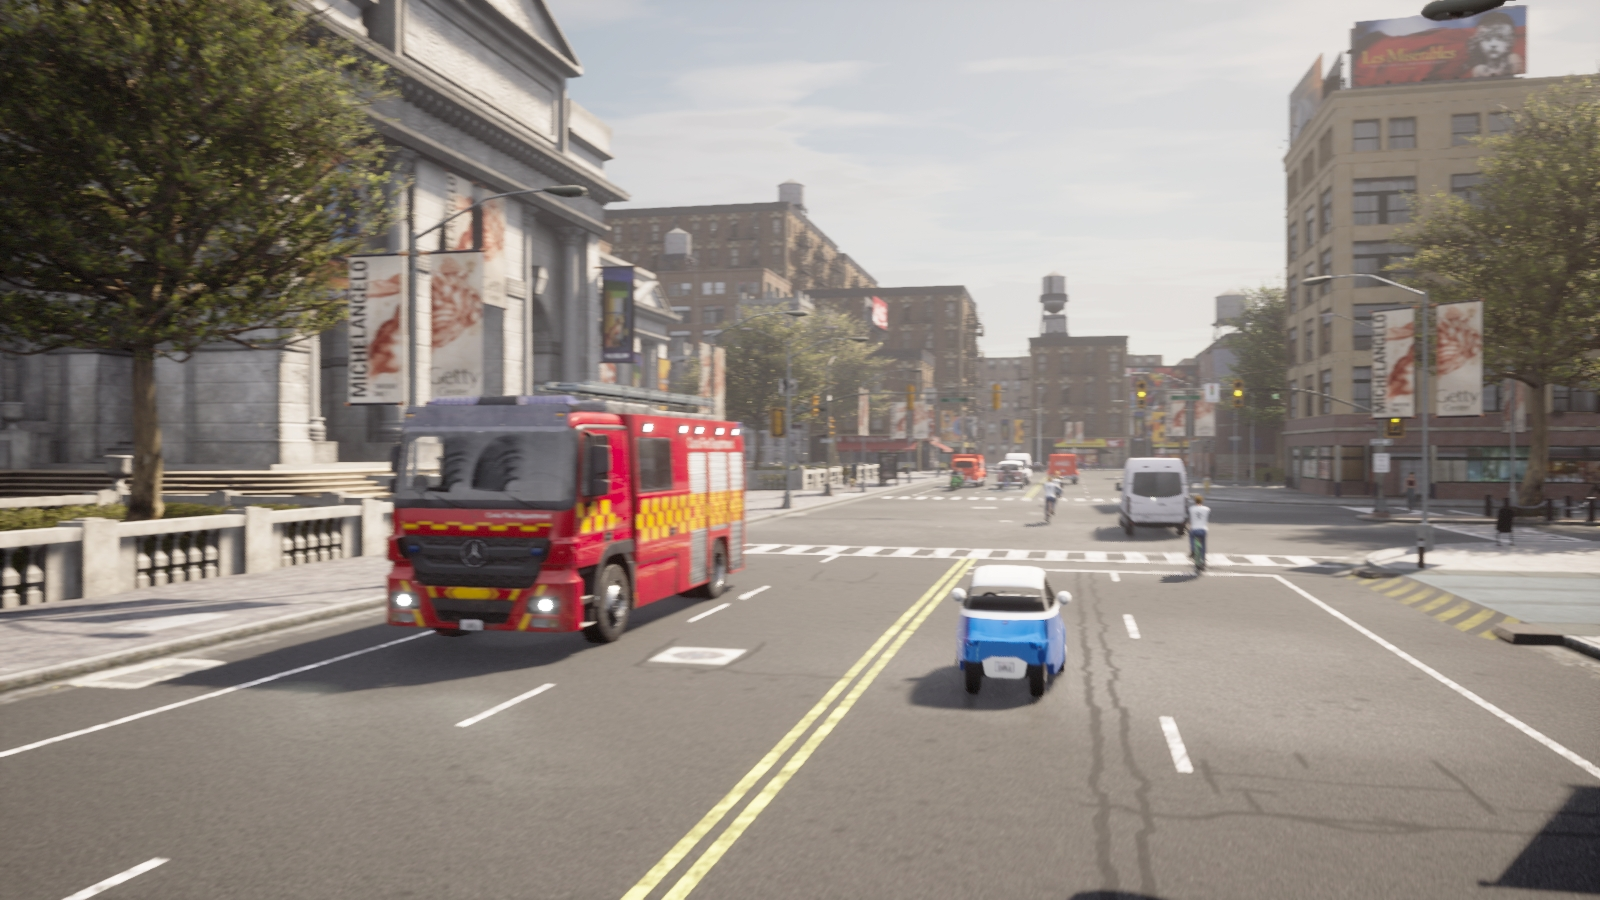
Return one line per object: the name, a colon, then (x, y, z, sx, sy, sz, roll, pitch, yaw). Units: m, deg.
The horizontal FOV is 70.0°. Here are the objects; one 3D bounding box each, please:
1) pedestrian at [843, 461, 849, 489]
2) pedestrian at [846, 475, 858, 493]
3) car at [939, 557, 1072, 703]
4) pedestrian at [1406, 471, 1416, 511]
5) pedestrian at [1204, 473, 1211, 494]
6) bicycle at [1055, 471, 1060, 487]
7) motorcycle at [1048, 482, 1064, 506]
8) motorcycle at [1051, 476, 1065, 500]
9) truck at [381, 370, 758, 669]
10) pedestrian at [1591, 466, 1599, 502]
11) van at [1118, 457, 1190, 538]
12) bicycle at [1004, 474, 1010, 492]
pedestrian: (3.114, 1.700, 77.491, 0.375, 1.860, 0.375, 0, 0, 10)
pedestrian: (3.181, 2.080, 69.907, 0.500, 1.100, 0.500, 0, 0, -33)
car: (2.549, 2.124, 13.956, 1.481, 1.376, 2.207, 0, 0, 13)
pedestrian: (28.383, 1.889, 53.077, 0.375, 1.860, 0.375, 0, 0, 19)
pedestrian: (24.464, 2.012, 68.596, 0.375, 1.300, 0.375, 0, 0, 21)
bicycle: (19.881, 2.234, 88.303, 0.373, 1.196, 1.643, 0, 0, 13)
motorcycle: (13.073, 2.231, 58.336, 0.803, 1.145, 2.033, 0, 0, 13)
motorcycle: (14.922, 2.191, 66.130, 0.764, 1.277, 2.356, 0, 0, 13)
truck: (-3.221, 0.885, 19.096, 2.891, 3.827, 8.468, 0, 0, 13)
pedestrian: (41.522, 1.758, 59.539, 0.375, 1.860, 0.375, 0, 0, 19)
van: (12.240, 1.552, 39.791, 1.988, 2.561, 5.915, 0, 0, 13)
bicycle: (13.986, 2.230, 77.263, 0.329, 1.171, 1.835, 0, 0, 13)
